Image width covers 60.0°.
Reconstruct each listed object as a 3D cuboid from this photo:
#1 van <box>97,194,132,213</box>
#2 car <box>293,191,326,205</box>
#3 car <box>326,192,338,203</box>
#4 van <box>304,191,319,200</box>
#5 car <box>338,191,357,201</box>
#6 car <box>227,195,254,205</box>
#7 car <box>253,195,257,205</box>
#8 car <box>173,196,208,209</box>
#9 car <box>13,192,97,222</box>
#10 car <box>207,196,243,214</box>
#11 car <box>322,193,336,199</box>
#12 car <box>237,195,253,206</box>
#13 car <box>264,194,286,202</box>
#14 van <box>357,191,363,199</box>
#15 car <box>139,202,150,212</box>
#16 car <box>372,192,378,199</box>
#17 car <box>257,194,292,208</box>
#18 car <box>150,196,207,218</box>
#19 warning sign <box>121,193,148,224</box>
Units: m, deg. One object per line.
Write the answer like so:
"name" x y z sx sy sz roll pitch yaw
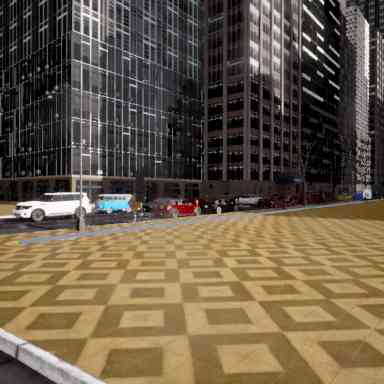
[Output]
"van" -7.594 1.107 32.645 1.690 1.788 3.998 1 1 40
"car" 17.325 0.885 48.744 2.192 1.841 5.009 1 1 40
"car" 21.019 0.839 53.070 2.192 1.841 5.009 1 1 40
"van" 25.737 0.694 71.507 1.690 1.788 3.998 1 1 40
"car" 28.515 0.957 61.856 1.752 1.417 4.829 1 1 40
"car" 7.268 1.148 49.876 1.947 1.339 4.313 1 1 40
"car" 10.842 1.162 45.229 2.033 1.411 5.357 0 1 41
"car" -0.123 1.219 41.229 1.887 1.381 4.507 1 1 40
"car" -10.399 1.059 25.193 2.150 2.045 5.566 0 1 40
"car" 2.602 1.320 31.398 1.947 1.339 4.313 1 1 40
"car" 33.123 0.829 80.165 1.947 1.339 4.313 1 1 40
"car" 7.838 1.136 46.490 1.812 1.442 4.674 0 0 41
"car" 14.656 1.056 58.530 1.947 1.339 4.313 1 1 40
"van" 35.792 0.683 70.379 1.690 1.788 3.998 1 1 40
"car" -2.847 1.290 34.037 2.033 1.411 5.357 0 1 41
"car" 39.484 0.847 74.709 2.008 1.369 4.403 1 1 40
"car" 9.938 1.244 40.094 1.802 1.307 4.206 1 1 40
"car" -1.047 1.240 27.033 1.967 1.590 4.097 1 1 40
"warning sign" -3.545 0.977 20.655 1.300 1.860 1.060 0 0 40
